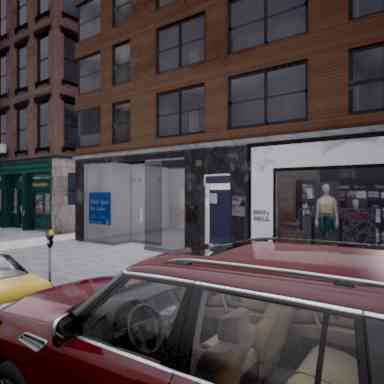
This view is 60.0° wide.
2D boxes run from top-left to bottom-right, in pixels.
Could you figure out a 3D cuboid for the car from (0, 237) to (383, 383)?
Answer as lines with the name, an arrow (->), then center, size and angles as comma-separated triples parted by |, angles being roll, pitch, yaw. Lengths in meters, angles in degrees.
car -> 0.347, 1.315, 2.564 | 5.009, 1.841, 2.192 | 0, 0, 36
